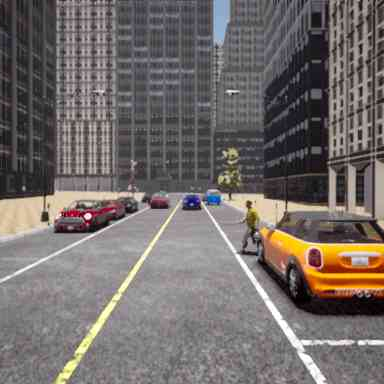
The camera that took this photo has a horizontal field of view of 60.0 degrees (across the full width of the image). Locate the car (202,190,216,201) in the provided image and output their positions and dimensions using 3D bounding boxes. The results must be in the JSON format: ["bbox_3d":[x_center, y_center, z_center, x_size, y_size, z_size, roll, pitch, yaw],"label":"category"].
[{"bbox_3d":[2.540,0.559,51.568,1.967,1.590,4.097,1,1,0],"label":"car"}]

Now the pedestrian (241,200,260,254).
[{"bbox_3d":[1.895,1.107,10.840,0.375,1.860,0.375,1,0,0],"label":"pedestrian"}]

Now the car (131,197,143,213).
[{"bbox_3d":[-5.772,1.071,28.986,1.947,1.339,4.313,1,1,0],"label":"car"}]

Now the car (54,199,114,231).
[{"bbox_3d":[-5.735,1.137,17.700,1.967,1.590,4.097,1,1,0],"label":"car"}]

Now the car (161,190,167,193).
[{"bbox_3d":[-6.023,0.378,68.476,2.008,1.369,4.403,1,1,0],"label":"car"}]

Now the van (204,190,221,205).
[{"bbox_3d":[2.577,0.653,40.285,1.690,1.788,3.998,1,1,0],"label":"van"}]

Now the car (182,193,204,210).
[{"bbox_3d":[-0.024,0.959,33.222,1.812,1.442,4.674,0,1,0],"label":"car"}]

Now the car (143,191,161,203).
[{"bbox_3d":[-5.824,0.782,45.911,1.947,1.339,4.313,1,1,0],"label":"car"}]

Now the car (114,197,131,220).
[{"bbox_3d":[-5.754,1.183,23.344,1.802,1.307,4.206,1,1,0],"label":"car"}]

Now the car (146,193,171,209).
[{"bbox_3d":[-3.203,1.020,34.026,1.895,1.301,4.718,0,1,0],"label":"car"}]

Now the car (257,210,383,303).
[{"bbox_3d":[2.976,1.212,8.029,2.097,1.767,4.553,0,1,0],"label":"car"}]

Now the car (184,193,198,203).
[{"bbox_3d":[-0.096,0.807,46.455,1.895,1.301,4.718,0,1,0],"label":"car"}]
